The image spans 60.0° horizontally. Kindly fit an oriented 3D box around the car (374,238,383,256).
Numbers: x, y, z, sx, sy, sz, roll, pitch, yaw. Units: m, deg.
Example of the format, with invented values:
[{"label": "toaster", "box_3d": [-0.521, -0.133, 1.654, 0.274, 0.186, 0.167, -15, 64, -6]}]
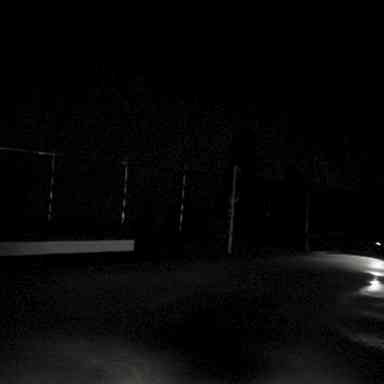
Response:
[{"label": "car", "box_3d": [10.593, 2.352, 15.277, 5.357, 1.411, 2.033, 4, 0, -34]}]
